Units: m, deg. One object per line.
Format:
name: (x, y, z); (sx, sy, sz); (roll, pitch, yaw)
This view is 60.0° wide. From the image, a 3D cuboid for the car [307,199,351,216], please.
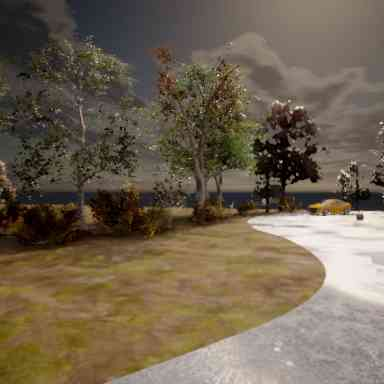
car: (13.895, 1.512, 33.705); (5.008, 1.535, 1.882); (0, -1, -29)
